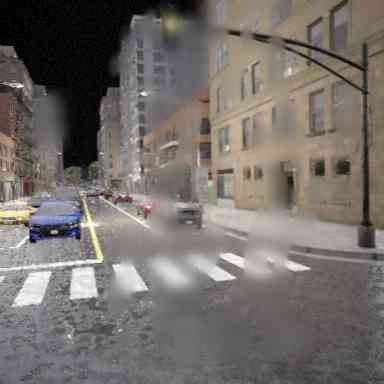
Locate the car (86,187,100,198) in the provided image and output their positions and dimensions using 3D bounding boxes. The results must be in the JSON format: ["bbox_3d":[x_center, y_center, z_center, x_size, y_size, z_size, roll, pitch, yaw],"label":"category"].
[{"bbox_3d":[-16.906,0.307,56.287,1.994,1.385,4.181,-2,2,-19],"label":"car"}]

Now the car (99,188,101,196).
[{"bbox_3d":[-13.565,0.286,54.335,1.947,1.339,4.313,-2,2,-19],"label":"car"}]

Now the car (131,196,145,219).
[{"bbox_3d":[-2.633,0.988,22.052,1.802,1.307,4.206,-2,2,-19],"label":"car"}]

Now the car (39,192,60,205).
[{"bbox_3d":[-17.519,0.761,41.002,2.008,1.369,4.403,-2,2,-19],"label":"car"}]

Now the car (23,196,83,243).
[{"bbox_3d":[-5.957,1.177,14.786,1.882,1.535,5.008,-2,2,-19],"label":"car"}]

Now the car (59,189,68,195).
[{"bbox_3d":[-30.271,-0.013,78.664,1.802,1.307,4.206,-2,2,-19],"label":"car"}]

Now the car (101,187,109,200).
[{"bbox_3d":[-11.749,0.150,48.947,2.192,1.841,5.009,-2,2,-19],"label":"car"}]

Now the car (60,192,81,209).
[{"bbox_3d":[-12.313,0.820,33.846,1.812,1.442,4.674,-2,2,-19],"label":"car"}]

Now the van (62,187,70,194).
[{"bbox_3d":[-33.920,-0.490,89.416,1.690,1.788,3.998,-2,2,-19],"label":"van"}]

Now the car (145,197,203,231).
[{"bbox_3d":[-0.811,1.070,16.671,2.008,1.369,4.403,-2,2,-19],"label":"car"}]

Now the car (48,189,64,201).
[{"bbox_3d":[-21.165,0.421,51.759,1.967,1.590,4.097,-2,2,-19],"label":"car"}]

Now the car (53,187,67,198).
[{"bbox_3d":[-24.812,0.068,62.515,2.192,1.841,5.009,-2,2,-19],"label":"car"}]

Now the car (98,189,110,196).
[{"bbox_3d":[-17.209,0.058,65.096,1.947,1.339,4.313,-2,2,-19],"label":"car"}]

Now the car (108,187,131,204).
[{"bbox_3d":[-8.102,0.504,38.190,1.967,1.590,4.097,-2,2,-19],"label":"car"}]

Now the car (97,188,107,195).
[{"bbox_3d":[-19.086,-0.101,70.636,1.752,1.417,4.829,-2,2,-19],"label":"car"}]

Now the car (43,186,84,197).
[{"bbox_3d":[-9.147,0.721,24.244,2.150,2.045,5.566,-2,2,-18],"label":"car"}]

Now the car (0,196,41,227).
[{"bbox_3d":[-10.178,1.195,19.321,1.752,1.417,4.829,-2,2,-19],"label":"car"}]
